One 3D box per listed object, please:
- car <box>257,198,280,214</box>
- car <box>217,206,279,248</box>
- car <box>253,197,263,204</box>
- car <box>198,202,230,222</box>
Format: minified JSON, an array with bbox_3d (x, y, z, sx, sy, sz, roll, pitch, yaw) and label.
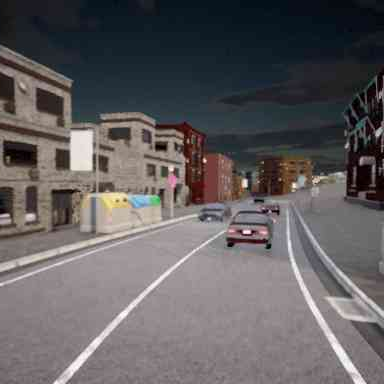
[{"bbox_3d":[8.290,1.645,34.965,1.895,1.301,4.718,1,0,16],"label":"car"},{"bbox_3d":[2.714,1.561,14.974,2.033,1.411,5.357,1,0,15],"label":"car"},{"bbox_3d":[13.231,1.623,65.660,1.895,1.301,4.718,1,0,16],"label":"car"},{"bbox_3d":[1.940,1.525,26.111,2.033,1.411,5.357,1,0,16],"label":"car"}]
